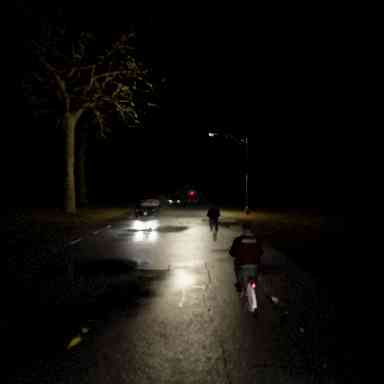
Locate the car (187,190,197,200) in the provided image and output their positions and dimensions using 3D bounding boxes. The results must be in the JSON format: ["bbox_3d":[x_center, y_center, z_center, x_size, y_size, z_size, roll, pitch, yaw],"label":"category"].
[{"bbox_3d":[-0.004,0.837,70.191,2.128,1.511,4.902,0,1,0],"label":"car"}]

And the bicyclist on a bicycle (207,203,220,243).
[{"bbox_3d":[0.962,1.357,14.973,0.659,1.776,1.843,0,0,0],"label":"bicyclist on a bicycle"}]

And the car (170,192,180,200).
[{"bbox_3d":[-3.504,0.824,68.581,1.882,1.535,5.008,0,1,0],"label":"car"}]

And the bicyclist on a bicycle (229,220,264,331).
[{"bbox_3d":[0.962,1.376,5.997,0.659,1.776,1.843,0,0,0],"label":"bicyclist on a bicycle"}]

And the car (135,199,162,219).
[{"bbox_3d":[-3.601,1.396,28.160,2.128,1.511,4.902,0,1,0],"label":"car"}]
